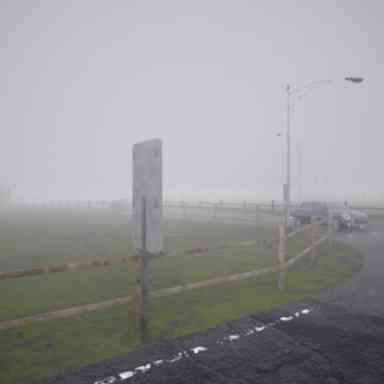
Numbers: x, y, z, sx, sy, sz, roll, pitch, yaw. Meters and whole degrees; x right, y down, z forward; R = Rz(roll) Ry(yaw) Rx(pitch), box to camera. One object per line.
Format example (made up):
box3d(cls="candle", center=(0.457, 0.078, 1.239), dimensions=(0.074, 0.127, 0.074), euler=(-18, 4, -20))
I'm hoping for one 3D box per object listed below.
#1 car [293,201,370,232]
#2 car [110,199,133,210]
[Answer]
box3d(cls="car", center=(8.354, 1.340, 20.296), dimensions=(2.097, 1.767, 4.553), euler=(0, 0, -26))
box3d(cls="car", center=(-8.641, 1.607, 42.254), dimensions=(2.128, 1.511, 4.902), euler=(0, 0, -40))
